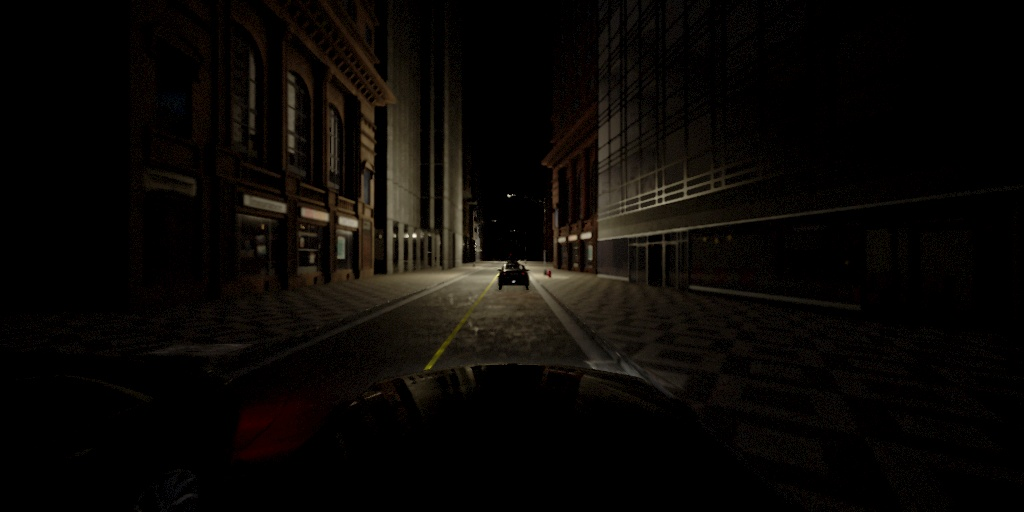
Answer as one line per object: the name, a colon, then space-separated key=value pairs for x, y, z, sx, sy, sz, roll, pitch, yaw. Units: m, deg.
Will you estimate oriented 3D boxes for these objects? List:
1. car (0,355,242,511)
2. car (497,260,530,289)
car: x=-3.096 y=1.254 z=0.864 sx=1.837 sy=1.490 sz=4.892 roll=0 pitch=0 yaw=0
car: x=0.099 y=1.246 z=22.912 sx=2.128 sy=1.511 sz=4.902 roll=0 pitch=0 yaw=0
